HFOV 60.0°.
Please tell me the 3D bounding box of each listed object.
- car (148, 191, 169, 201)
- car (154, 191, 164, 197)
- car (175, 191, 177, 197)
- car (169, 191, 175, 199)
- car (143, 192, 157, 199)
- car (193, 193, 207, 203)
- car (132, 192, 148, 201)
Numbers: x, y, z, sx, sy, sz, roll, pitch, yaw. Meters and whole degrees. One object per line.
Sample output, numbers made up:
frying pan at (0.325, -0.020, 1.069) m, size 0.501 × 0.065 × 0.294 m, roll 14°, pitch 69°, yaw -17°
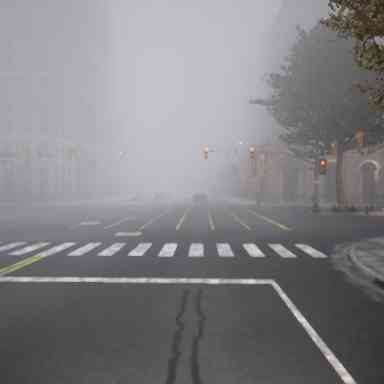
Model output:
car at (-5.661, 0.658, 57.066) m, size 2.097 × 1.767 × 4.553 m, roll 0°, pitch 1°, yaw 2°
car at (-8.256, 0.496, 84.150) m, size 1.812 × 1.442 × 4.674 m, roll 0°, pitch 1°, yaw 2°
car at (-4.764, 0.505, 83.860) m, size 1.812 × 1.442 × 4.674 m, roll 0°, pitch 1°, yaw 2°
car at (-5.267, 0.683, 69.390) m, size 2.128 × 1.511 × 4.902 m, roll 0°, pitch 1°, yaw 2°
car at (-8.762, 0.689, 69.601) m, size 2.033 × 1.411 × 5.357 m, roll 0°, pitch 1°, yaw 2°
car at (1.254, 0.894, 51.808) m, size 1.837 × 1.490 × 4.892 m, roll 0°, pitch 0°, yaw 1°
car at (-9.132, 0.891, 57.817) m, size 1.895 × 1.301 × 4.718 m, roll 0°, pitch 1°, yaw 2°
